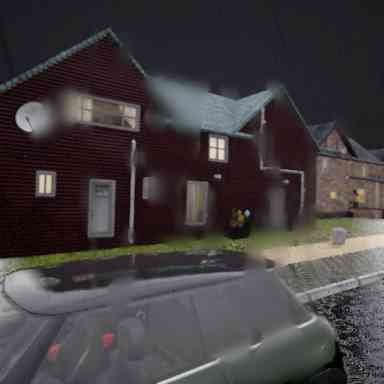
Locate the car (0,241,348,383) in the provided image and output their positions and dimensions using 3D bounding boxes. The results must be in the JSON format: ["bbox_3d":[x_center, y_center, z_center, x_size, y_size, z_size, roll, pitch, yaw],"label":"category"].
[{"bbox_3d":[-0.893,1.357,2.432,4.553,1.767,2.097,0,0,-36],"label":"car"}]
